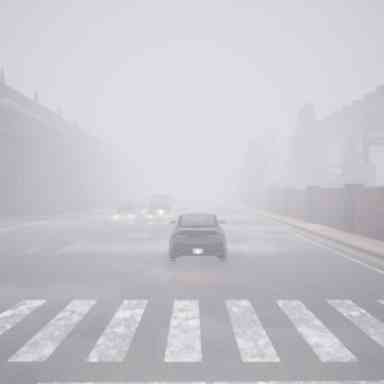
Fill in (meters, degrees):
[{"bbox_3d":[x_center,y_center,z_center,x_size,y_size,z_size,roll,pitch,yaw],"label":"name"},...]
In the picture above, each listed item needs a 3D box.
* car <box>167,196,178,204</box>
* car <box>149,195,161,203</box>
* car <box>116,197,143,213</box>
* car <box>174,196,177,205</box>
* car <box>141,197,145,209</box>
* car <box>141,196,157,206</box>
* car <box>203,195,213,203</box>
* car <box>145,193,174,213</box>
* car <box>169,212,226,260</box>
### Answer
[{"bbox_3d":[-3.786,1.540,65.173,1.895,1.301,4.718,0,0,-1],"label":"car"},{"bbox_3d":[-7.296,1.416,65.827,1.882,1.535,5.008,0,0,-1],"label":"car"},{"bbox_3d":[-6.943,1.567,36.226,1.895,1.301,4.718,0,0,-1],"label":"car"},{"bbox_3d":[-3.581,1.448,46.035,2.128,1.511,4.902,0,0,-1],"label":"car"},{"bbox_3d":[-7.074,1.435,45.604,1.882,1.535,5.008,0,0,-1],"label":"car"},{"bbox_3d":[-7.162,1.495,55.561,2.033,1.411,5.357,0,0,0],"label":"car"},{"bbox_3d":[3.243,1.412,69.903,1.882,1.535,5.008,0,0,-1],"label":"car"},{"bbox_3d":[-3.434,1.188,36.155,2.150,2.045,5.566,0,0,-1],"label":"car"},{"bbox_3d":[0.209,1.495,12.342,1.837,1.490,4.892,0,0,1],"label":"car"}]
